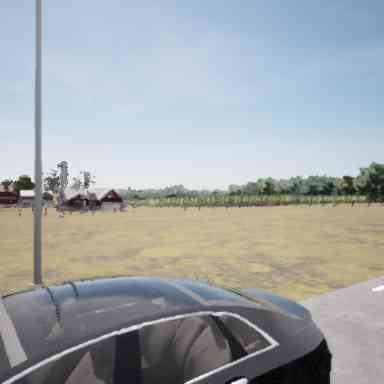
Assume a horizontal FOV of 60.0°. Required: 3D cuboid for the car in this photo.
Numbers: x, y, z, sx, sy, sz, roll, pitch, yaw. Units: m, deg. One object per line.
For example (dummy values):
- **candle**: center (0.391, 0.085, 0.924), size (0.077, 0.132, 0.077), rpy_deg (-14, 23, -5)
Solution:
- **car**: center (-0.969, 1.506, 2.365), size (4.892, 1.490, 1.837), rpy_deg (0, 0, -35)
